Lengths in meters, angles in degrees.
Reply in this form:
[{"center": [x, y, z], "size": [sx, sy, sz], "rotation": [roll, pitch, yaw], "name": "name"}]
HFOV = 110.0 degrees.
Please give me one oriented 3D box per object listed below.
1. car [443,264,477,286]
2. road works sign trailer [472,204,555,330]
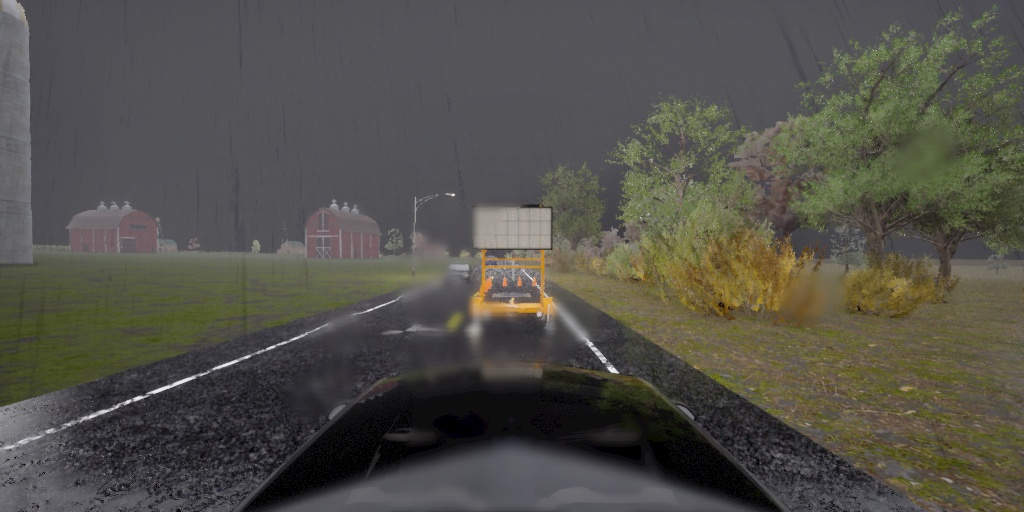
[{"center": [-3.616, 1.273, 25.541], "size": [1.812, 1.442, 4.674], "rotation": [0, 0, 0], "name": "car"}, {"center": [0.037, 0.213, 11.122], "size": [2.380, 3.560, 2.880], "rotation": [0, 0, 0], "name": "road works sign trailer"}]
